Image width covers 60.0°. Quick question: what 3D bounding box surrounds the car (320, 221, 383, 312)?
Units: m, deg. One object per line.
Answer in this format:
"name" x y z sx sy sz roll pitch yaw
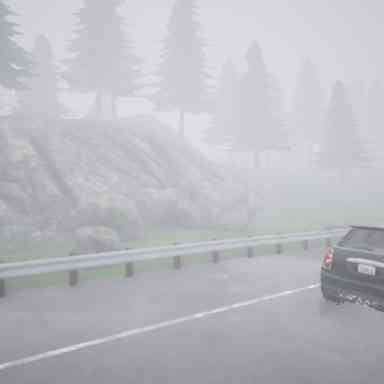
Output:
"car" 4.782 1.367 6.948 4.553 1.767 2.097 0 0 -34
